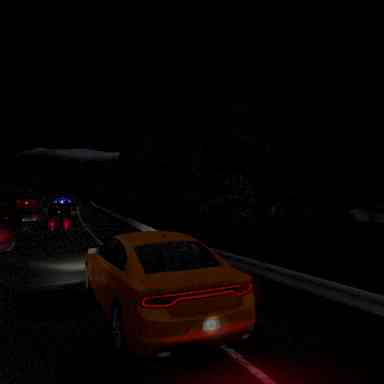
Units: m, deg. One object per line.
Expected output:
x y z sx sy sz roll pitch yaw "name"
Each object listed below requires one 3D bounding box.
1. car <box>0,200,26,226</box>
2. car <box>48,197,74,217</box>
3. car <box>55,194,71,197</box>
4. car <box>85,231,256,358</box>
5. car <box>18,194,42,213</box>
-12.985 1.503 23.075 1.837 1.490 4.892 0 -1 -21 "car"
-12.168 1.492 30.741 2.128 1.511 4.902 0 0 -20 "car"
-15.719 1.221 40.592 2.150 2.045 5.566 0 0 -19 "car"
-0.820 1.478 6.327 1.882 1.535 5.008 0 0 -25 "car"
-18.152 1.221 37.170 2.150 2.045 5.566 0 0 -20 "car"
